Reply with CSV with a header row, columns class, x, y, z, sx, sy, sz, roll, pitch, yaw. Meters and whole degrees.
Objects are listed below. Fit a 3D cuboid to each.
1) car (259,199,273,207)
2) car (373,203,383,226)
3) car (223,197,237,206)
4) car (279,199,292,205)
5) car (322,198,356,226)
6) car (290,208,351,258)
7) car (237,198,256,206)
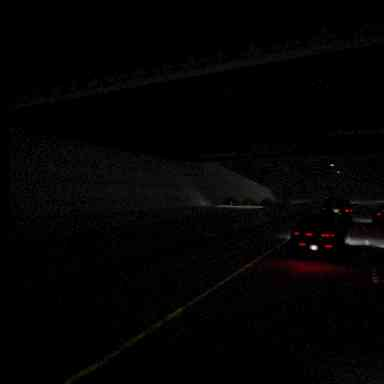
class,x,y,z,sx,sy,sz,roll,pitch,yaw
car,14.216,1.994,63.268,1.812,1.442,4.674,0,0,27
car,14.984,1.626,25.281,2.097,1.767,4.553,0,0,27
car,7.701,1.774,65.886,2.097,1.767,4.553,0,0,27
car,17.414,2.017,61.852,1.812,1.442,4.674,0,0,27
car,11.461,1.470,26.071,2.150,2.045,5.566,0,0,27
car,5.237,1.627,13.457,1.837,1.490,4.892,0,0,27
car,11.040,1.924,64.739,1.882,1.535,5.008,0,0,27
